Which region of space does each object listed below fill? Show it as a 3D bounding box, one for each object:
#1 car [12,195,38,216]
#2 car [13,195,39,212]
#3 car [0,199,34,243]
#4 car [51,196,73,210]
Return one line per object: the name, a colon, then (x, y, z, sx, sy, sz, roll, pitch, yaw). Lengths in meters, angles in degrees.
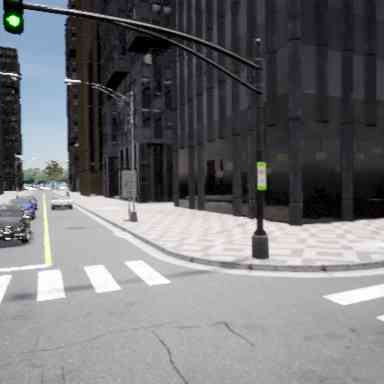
car: (-12.288, 1.179, 23.857, 1.812, 1.442, 4.674, -1, 1, -24)
car: (-16.612, 1.051, 33.506, 2.033, 1.411, 5.357, -1, 1, -24)
car: (-8.088, 1.305, 14.452, 1.837, 1.490, 4.892, -2, 1, -24)
car: (-13.439, 1.038, 34.197, 1.895, 1.301, 4.718, -1, 1, -24)
